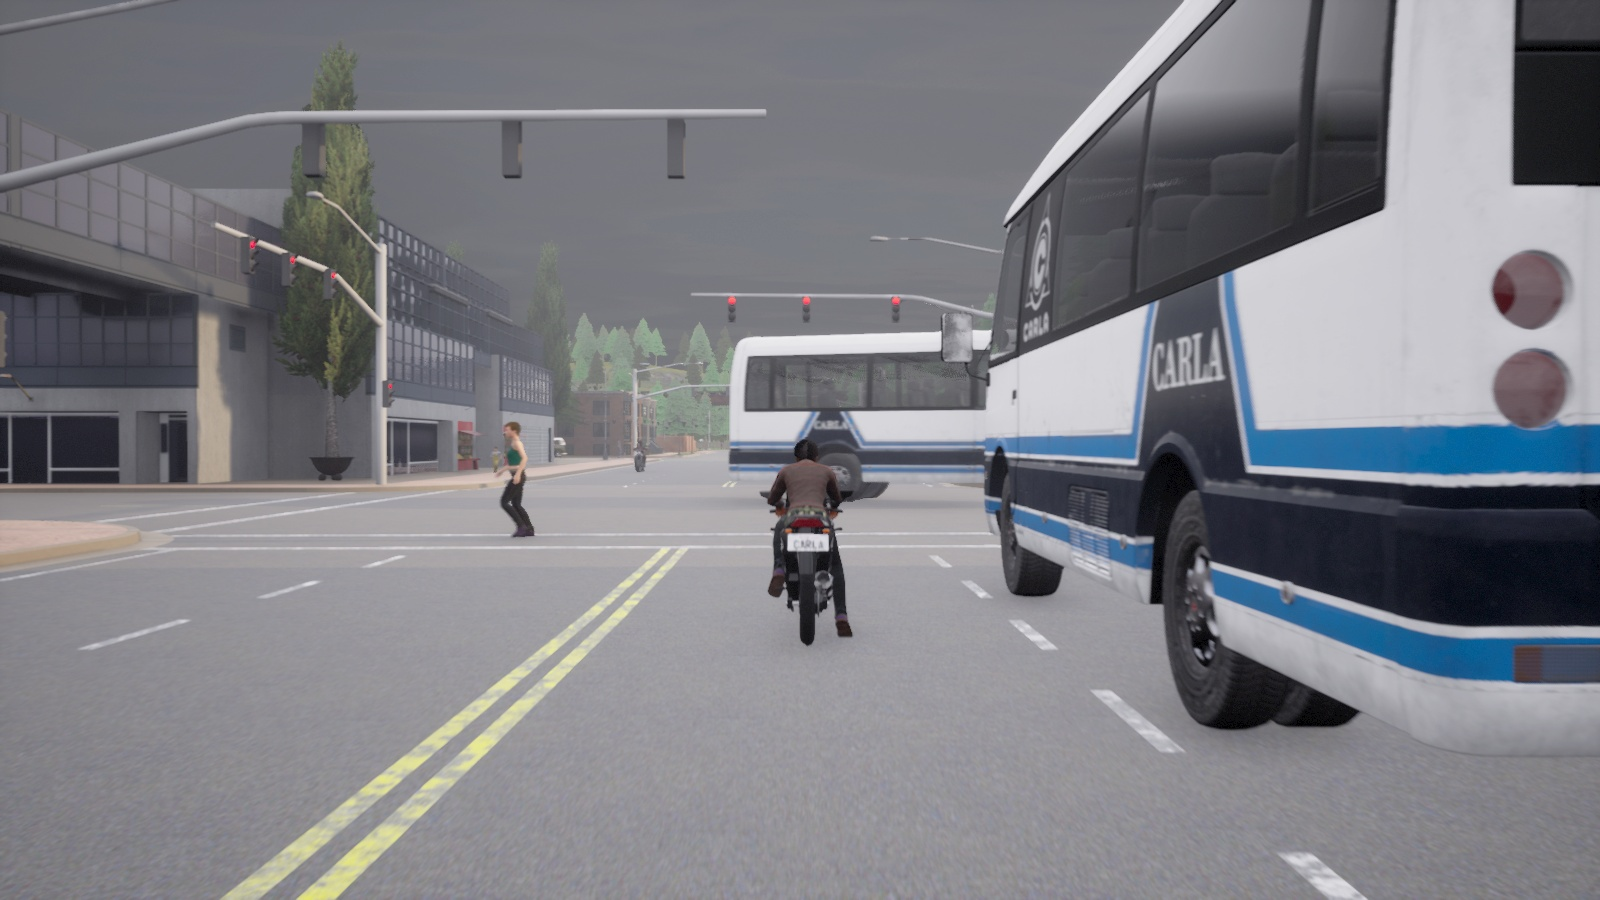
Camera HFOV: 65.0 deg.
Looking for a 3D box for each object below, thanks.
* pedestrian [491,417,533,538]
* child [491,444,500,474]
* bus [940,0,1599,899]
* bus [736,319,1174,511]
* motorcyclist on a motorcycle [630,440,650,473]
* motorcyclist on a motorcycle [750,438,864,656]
[{"bbox_3d":[-4.406,0.413,19.221,0.594,1.836,0.345,0,0,-9],"label":"pedestrian"},{"bbox_3d":[-12.770,0.378,52.685,0.270,1.263,0.437,0,0,-1],"label":"child"},{"bbox_3d":[3.553,-0.679,9.126,3.944,4.253,10.273,0,0,0],"label":"bus"},{"bbox_3d":[3.924,-0.803,31.309,10.273,4.253,3.944,0,0,18],"label":"bus"},{"bbox_3d":[-8.198,0.328,64.265,0.766,1.649,2.350,0,0,-1],"label":"motorcyclist on a motorcycle"},{"bbox_3d":[0.050,0.673,9.799,0.797,1.523,2.044,0,0,0],"label":"motorcyclist on a motorcycle"}]
